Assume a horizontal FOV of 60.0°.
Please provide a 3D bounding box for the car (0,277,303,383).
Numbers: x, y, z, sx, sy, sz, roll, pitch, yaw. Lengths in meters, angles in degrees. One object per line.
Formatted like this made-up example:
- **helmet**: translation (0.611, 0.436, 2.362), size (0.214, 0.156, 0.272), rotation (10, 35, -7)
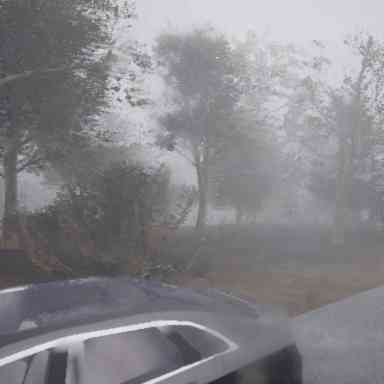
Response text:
- **car**: translation (-1.278, 1.497, 2.223), size (4.902, 1.511, 2.128), rotation (0, 0, -36)
